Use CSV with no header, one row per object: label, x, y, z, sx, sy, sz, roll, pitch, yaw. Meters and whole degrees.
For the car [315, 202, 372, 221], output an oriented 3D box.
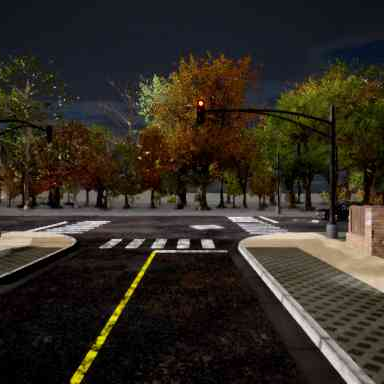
car,12.292,1.553,26.402,4.892,1.490,1.837,0,0,0
